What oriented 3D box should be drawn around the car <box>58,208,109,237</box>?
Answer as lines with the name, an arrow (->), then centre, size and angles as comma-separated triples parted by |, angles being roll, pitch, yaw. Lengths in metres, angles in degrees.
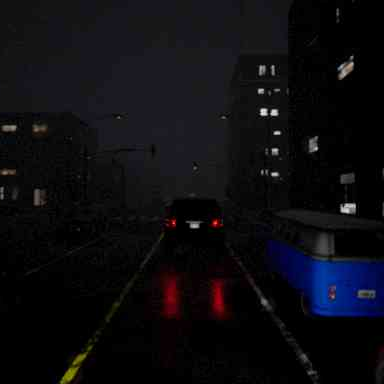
car -> -5.682, 1.544, 17.809 | 2.008, 1.369, 4.403 | 1, 0, 0

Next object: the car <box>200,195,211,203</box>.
car -> 2.688, 1.411, 67.197 | 1.967, 1.590, 4.097 | 1, 0, 0

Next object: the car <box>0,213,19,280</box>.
car -> -5.676, 1.437, 6.995 | 1.967, 1.590, 4.097 | 1, 0, 0

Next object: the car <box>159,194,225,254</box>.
car -> 0.096, 1.214, 13.629 | 2.150, 2.045, 5.566 | 0, 0, 0

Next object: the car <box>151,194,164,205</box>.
car -> -5.767, 1.521, 55.765 | 1.887, 1.381, 4.507 | 1, 0, 0

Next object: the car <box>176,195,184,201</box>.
car -> -3.022, 1.460, 83.737 | 1.837, 1.490, 4.892 | 0, 0, 0

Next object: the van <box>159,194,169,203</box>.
van -> -5.690, 1.312, 67.134 | 1.690, 1.788, 3.998 | 1, 0, 0

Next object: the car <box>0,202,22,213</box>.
car -> -19.309, 1.600, 33.060 | 4.507, 1.381, 1.887 | 0, -1, 1

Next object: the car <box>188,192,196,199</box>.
car -> -0.024, 1.017, 93.892 | 2.150, 2.045, 5.566 | 0, 0, 0

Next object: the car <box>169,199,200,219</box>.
car -> -0.772, 1.466, 30.020 | 1.882, 1.535, 5.008 | 0, 0, -12

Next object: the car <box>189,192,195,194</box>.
car -> -0.021, 1.480, 83.437 | 2.128, 1.511, 4.902 | 0, 0, 0

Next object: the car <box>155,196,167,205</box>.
car -> -5.693, 1.518, 61.446 | 1.887, 1.381, 4.507 | 1, 0, 0

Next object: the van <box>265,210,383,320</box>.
van -> 2.705, 1.338, 6.989 | 1.690, 1.788, 3.998 | 1, 0, 0

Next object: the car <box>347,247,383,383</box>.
car -> 2.705, 1.439, 1.582 | 1.967, 1.590, 4.097 | 1, 0, 0

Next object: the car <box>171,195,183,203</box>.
car -> -3.021, 1.485, 68.245 | 2.128, 1.511, 4.902 | 0, 0, 0
